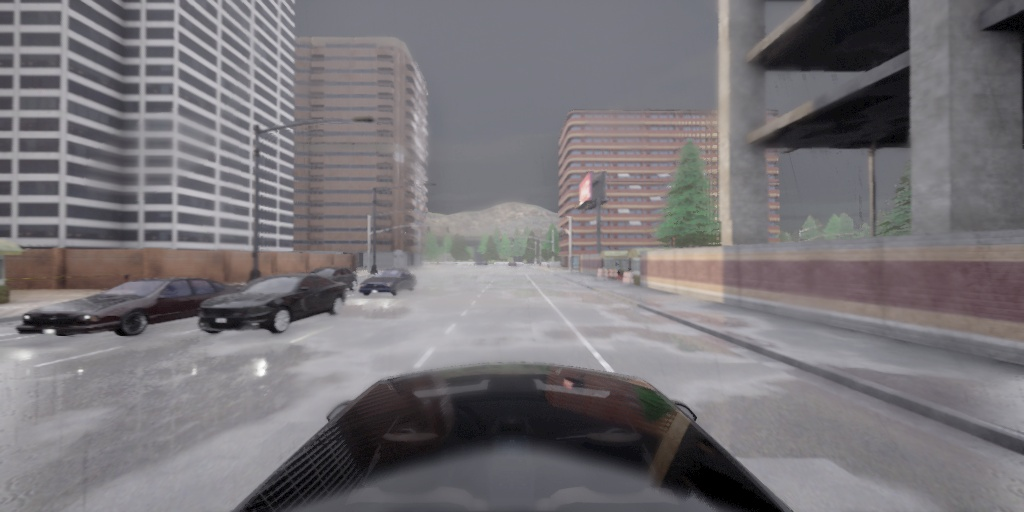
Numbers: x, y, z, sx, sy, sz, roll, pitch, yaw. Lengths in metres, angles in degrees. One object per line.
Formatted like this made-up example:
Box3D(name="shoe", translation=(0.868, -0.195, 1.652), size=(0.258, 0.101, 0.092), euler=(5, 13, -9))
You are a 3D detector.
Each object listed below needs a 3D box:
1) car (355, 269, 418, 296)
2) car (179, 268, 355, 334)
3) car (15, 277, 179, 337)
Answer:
Box3D(name="car", translation=(-7.007, 1.455, 20.997), size=(2.033, 1.411, 5.357), euler=(0, -1, 1))
Box3D(name="car", translation=(-6.993, 1.299, 11.125), size=(1.882, 1.535, 5.008), euler=(0, -1, 0))
Box3D(name="car", translation=(-10.495, 1.359, 10.804), size=(2.033, 1.411, 5.357), euler=(0, -1, 0))
